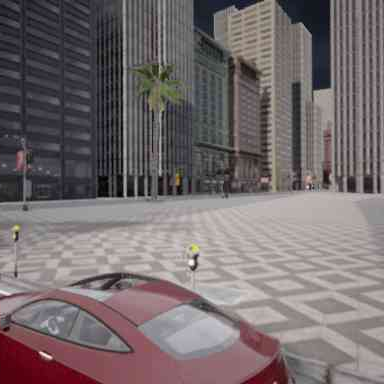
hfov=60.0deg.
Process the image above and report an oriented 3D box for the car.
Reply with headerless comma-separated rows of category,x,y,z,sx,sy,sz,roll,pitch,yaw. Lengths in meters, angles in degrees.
car,-1.028,1.591,3.700,4.206,1.307,1.802,0,0,36
